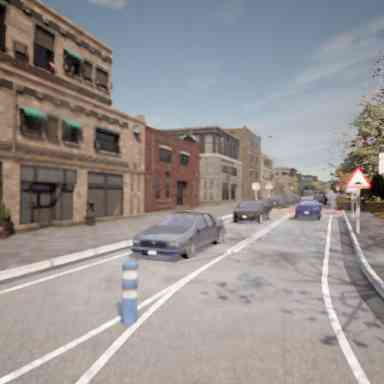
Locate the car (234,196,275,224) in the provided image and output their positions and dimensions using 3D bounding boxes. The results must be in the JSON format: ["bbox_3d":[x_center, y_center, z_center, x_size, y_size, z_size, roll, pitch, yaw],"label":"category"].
[{"bbox_3d":[4.292,1.281,23.380,1.882,1.535,5.008,0,1,23],"label":"car"}]

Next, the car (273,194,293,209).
[{"bbox_3d":[8.637,1.026,33.572,1.994,1.385,4.181,0,-3,23],"label":"car"}]

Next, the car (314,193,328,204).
[{"bbox_3d":[18.481,0.955,48.033,2.128,1.511,4.902,0,1,24],"label":"car"}]

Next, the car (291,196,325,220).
[{"bbox_3d":[9.124,1.292,25.976,1.812,1.442,4.674,0,1,23],"label":"car"}]

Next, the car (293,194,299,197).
[{"bbox_3d":[13.801,1.004,45.567,1.837,1.490,4.892,0,0,24],"label":"car"}]

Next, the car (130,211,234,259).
[{"bbox_3d":[-0.216,1.479,12.791,2.033,1.411,5.357,0,1,23],"label":"car"}]
